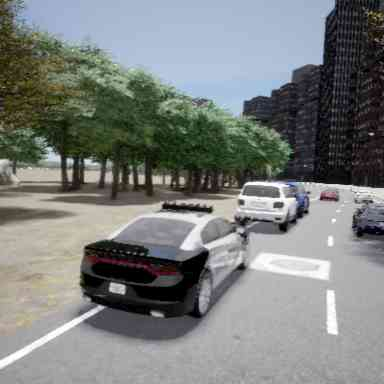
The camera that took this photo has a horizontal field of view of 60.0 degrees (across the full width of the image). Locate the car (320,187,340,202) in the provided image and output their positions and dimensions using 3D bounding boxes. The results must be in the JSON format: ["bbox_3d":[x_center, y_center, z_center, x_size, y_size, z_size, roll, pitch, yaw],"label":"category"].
[{"bbox_3d":[16.585,0.327,39.971,1.994,1.385,4.181,4,3,27],"label":"car"}]

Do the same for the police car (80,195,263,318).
[{"bbox_3d":[-0.056,1.049,6.967,1.930,1.638,5.238,4,3,22],"label":"police car"}]

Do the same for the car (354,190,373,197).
[{"bbox_3d":[20.194,0.502,39.145,1.812,1.442,4.674,4,3,25],"label":"car"}]

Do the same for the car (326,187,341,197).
[{"bbox_3d":[22.553,-0.067,53.162,2.033,1.411,5.357,4,3,22],"label":"car"}]

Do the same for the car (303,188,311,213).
[{"bbox_3d":[6.278,0.423,21.513,2.150,2.045,5.566,4,3,25],"label":"car"}]

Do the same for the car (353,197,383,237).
[{"bbox_3d":[8.369,1.192,14.871,1.994,1.385,4.181,4,3,24],"label":"car"}]

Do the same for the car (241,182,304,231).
[{"bbox_3d":[3.796,0.577,16.070,2.150,2.045,5.566,4,3,24],"label":"car"}]
